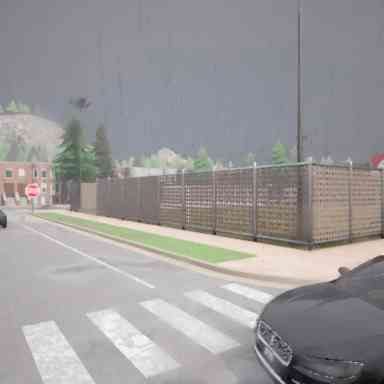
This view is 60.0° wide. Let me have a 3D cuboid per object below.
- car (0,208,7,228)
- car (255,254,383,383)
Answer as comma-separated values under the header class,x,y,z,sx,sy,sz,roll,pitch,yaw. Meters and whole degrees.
class,x,y,z,sx,sy,sz,roll,pitch,yaw
car,-13.227,1.551,21.480,1.994,1.385,4.181,0,0,-36
car,3.230,1.555,4.278,4.892,1.490,1.837,0,3,-14
